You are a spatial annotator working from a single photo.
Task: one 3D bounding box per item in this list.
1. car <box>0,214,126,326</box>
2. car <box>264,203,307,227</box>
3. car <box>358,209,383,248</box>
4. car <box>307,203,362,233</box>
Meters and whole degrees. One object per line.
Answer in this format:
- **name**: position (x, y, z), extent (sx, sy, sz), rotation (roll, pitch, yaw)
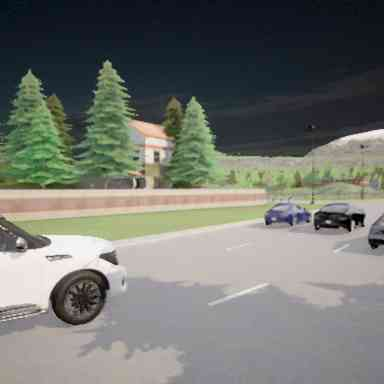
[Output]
- **car**: position (-3.897, 1.265, 5.430), extent (5.566, 2.045, 2.150), rotation (0, 0, -37)
- **car**: position (6.421, 1.444, 22.032), extent (1.812, 1.442, 4.674), rotation (-1, 0, 39)
- **car**: position (8.505, 1.447, 13.377), extent (2.033, 1.411, 5.357), rotation (-1, 0, 39)
- **car**: position (8.636, 1.373, 19.212), extent (1.882, 1.535, 5.008), rotation (-1, 0, 39)
